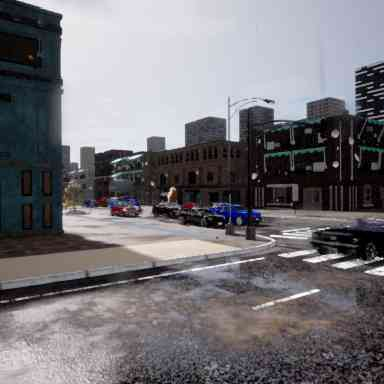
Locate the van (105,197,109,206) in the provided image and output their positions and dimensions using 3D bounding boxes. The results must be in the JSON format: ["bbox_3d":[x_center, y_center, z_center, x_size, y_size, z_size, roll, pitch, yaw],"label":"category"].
[{"bbox_3d":[-13.290,1.907,58.829,1.690,1.788,3.998,-1,0,-35],"label":"van"}]

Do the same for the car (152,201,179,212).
[{"bbox_3d":[-3.661,1.966,45.297,1.802,1.307,4.206,-2,0,-35],"label":"car"}]

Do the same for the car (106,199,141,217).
[{"bbox_3d":[-7.285,1.846,35.928,1.967,1.590,4.097,-1,0,-35],"label":"car"}]

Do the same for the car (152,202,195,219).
[{"bbox_3d":[-2.212,1.813,33.282,2.128,1.511,4.902,-1,0,-35],"label":"car"}]

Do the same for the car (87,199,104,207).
[{"bbox_3d":[-19.701,2.228,67.851,1.887,1.381,4.507,-1,0,-35],"label":"car"}]

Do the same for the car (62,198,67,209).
[{"bbox_3d":[-23.223,2.233,58.344,1.752,1.417,4.829,-1,0,-35],"label":"car"}]

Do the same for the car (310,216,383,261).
[{"bbox_3d":[6.472,1.599,12.293,4.718,1.301,1.895,0,0,-35],"label":"car"}]

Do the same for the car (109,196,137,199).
[{"bbox_3d":[-9.860,1.701,49.545,2.150,2.045,5.566,-1,-1,-35],"label":"car"}]

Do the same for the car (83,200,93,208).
[{"bbox_3d":[-19.550,2.194,63.201,1.812,1.442,4.674,-1,0,-35],"label":"car"}]

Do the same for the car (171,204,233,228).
[{"bbox_3d":[0.660,1.814,24.549,1.947,1.339,4.313,-2,0,-35],"label":"car"}]

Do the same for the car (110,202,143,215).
[{"bbox_3d":[-8.343,1.989,41.915,2.033,1.411,5.357,-1,0,-35],"label":"car"}]

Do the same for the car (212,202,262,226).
[{"bbox_3d":[3.187,1.692,25.685,1.882,1.535,5.008,-1,0,-36],"label":"car"}]

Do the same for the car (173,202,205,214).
[{"bbox_3d":[-0.454,1.903,40.786,1.802,1.307,4.206,-2,0,-35],"label":"car"}]

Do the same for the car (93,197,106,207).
[{"bbox_3d":[-16.498,1.940,63.340,2.192,1.841,5.009,-1,0,-35],"label":"car"}]
